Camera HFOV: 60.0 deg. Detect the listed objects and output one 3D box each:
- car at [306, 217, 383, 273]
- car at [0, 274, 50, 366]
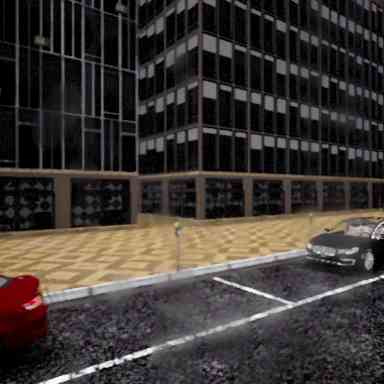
[{"bbox_3d":[5.374,1.484,10.381,4.403,1.369,2.008,0,1,-35],"label":"car"},{"bbox_3d":[-3.899,1.589,3.775,4.206,1.307,1.802,0,1,-35],"label":"car"}]
